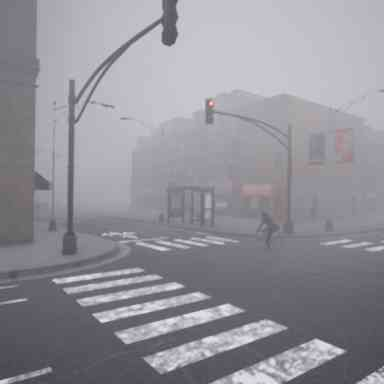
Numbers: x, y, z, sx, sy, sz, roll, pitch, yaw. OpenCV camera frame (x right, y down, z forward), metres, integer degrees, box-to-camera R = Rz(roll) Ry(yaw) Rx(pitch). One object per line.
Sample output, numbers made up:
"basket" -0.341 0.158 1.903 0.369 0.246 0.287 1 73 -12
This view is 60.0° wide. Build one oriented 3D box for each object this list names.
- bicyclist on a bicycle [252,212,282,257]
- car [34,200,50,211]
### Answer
"bicyclist on a bicycle" 2.816 1.563 12.361 1.656 1.620 0.582 0 0 -36
"car" -20.905 1.803 45.250 1.812 1.442 4.674 1 -1 -37
